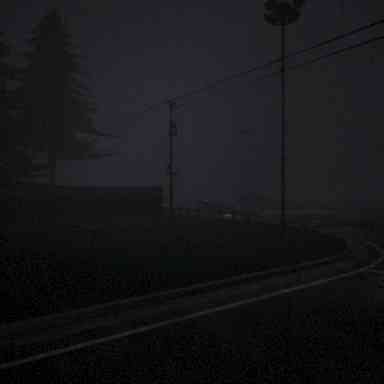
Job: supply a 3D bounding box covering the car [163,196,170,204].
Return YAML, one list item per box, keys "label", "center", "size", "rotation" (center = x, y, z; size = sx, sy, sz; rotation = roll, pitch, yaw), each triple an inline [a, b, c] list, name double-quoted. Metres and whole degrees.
- label: "car"
  center: [-5.579, 1.496, 59.881]
  size: [1.812, 1.442, 4.674]
  rotation: [0, 0, -35]

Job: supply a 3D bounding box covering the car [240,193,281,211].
- label: "car"
  center: [8.065, 1.193, 40.939]
  size: [2.150, 2.045, 5.566]
  rotation: [0, 0, -36]

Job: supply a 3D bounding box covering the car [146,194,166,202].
- label: "car"
  center: [-7.471, 1.163, 68.545]
  size: [1.882, 1.535, 5.008]
  rotation: [0, 0, -36]

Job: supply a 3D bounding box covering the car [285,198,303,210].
- label: "car"
  center: [11.594, 1.445, 42.033]
  size: [1.882, 1.535, 5.008]
  rotation: [0, 0, -36]

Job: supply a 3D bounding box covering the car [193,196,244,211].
- label: "car"
  center: [2.745, 1.525, 36.345]
  size: [2.033, 1.411, 5.357]
  rotation: [0, 0, -36]
